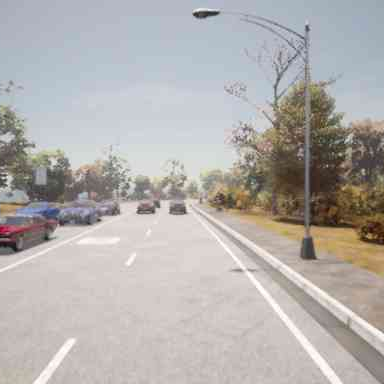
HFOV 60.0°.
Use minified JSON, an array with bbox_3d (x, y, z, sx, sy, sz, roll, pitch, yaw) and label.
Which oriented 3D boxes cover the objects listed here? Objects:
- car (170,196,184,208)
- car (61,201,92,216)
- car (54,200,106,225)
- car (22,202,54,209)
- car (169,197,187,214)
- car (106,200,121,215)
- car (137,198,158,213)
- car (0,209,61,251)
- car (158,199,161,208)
[{"bbox_3d":[-2.304,1.520,50.845,2.097,1.767,4.553,0,0,-2],"label":"car"},{"bbox_3d":[-12.098,1.648,35.105,1.994,1.385,4.181,0,0,-3],"label":"car"},{"bbox_3d":[-7.970,1.383,24.089,2.097,1.767,4.553,0,0,-3],"label":"car"},{"bbox_3d":[-11.538,1.519,25.199,1.882,1.535,5.008,0,0,-3],"label":"car"},{"bbox_3d":[-1.563,1.600,36.763,1.812,1.442,4.674,0,-1,-3],"label":"car"},{"bbox_3d":[-8.539,1.564,34.160,2.128,1.511,4.902,0,0,-3],"label":"car"},{"bbox_3d":[-5.107,1.610,37.456,1.812,1.442,4.674,0,-1,-3],"label":"car"},{"bbox_3d":[-7.501,1.615,14.179,1.895,1.301,4.718,0,0,-2],"label":"car"},{"bbox_3d":[-5.812,1.653,50.946,1.882,1.535,5.008,0,0,-2],"label":"car"}]
